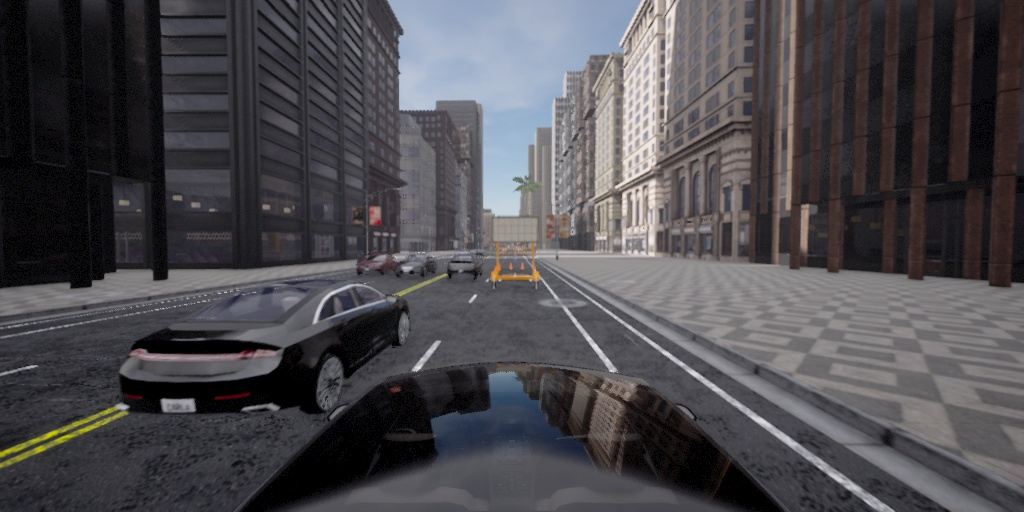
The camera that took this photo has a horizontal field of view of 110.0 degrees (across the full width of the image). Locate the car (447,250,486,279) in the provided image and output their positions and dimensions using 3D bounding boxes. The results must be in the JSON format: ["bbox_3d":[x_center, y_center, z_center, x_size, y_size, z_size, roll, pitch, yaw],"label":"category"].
[{"bbox_3d":[-2.936,0.612,23.192,2.128,1.511,4.902,0,2,1],"label":"car"}]

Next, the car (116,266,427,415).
[{"bbox_3d":[-3.110,1.120,5.786,2.128,1.511,4.902,0,2,1],"label":"car"}]

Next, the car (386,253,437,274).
[{"bbox_3d":[-6.373,0.580,24.199,2.128,1.511,4.902,0,2,1],"label":"car"}]

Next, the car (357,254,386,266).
[{"bbox_3d":[-9.603,0.557,26.104,1.812,1.442,4.674,0,2,1],"label":"car"}]

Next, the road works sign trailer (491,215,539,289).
[{"bbox_3d":[0.164,-0.270,18.273,2.380,3.560,2.880,0,0,1],"label":"road works sign trailer"}]
